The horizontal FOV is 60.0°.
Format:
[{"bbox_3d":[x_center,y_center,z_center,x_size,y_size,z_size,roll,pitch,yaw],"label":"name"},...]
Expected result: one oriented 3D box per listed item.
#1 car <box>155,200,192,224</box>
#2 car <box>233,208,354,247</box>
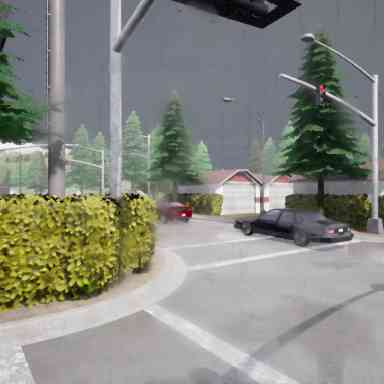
[{"bbox_3d":[-1.956,1.306,23.366,1.882,1.535,5.008,-1,1,-35],"label":"car"},{"bbox_3d":[4.239,1.422,14.771,2.033,1.411,5.357,0,2,-35],"label":"car"}]
